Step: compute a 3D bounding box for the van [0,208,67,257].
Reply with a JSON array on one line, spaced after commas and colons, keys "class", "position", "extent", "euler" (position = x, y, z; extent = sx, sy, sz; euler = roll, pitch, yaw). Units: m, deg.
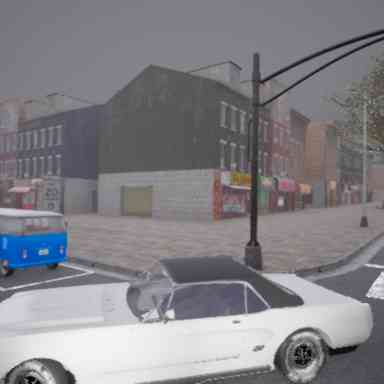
[{"class": "van", "position": [-5.559, 1.419, 10.288], "extent": [3.998, 1.788, 1.690], "euler": [0, -2, 37]}]

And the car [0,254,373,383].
[{"class": "car", "position": [-0.227, 1.614, 4.413], "extent": [4.718, 1.301, 1.895], "euler": [0, -1, -14]}]
